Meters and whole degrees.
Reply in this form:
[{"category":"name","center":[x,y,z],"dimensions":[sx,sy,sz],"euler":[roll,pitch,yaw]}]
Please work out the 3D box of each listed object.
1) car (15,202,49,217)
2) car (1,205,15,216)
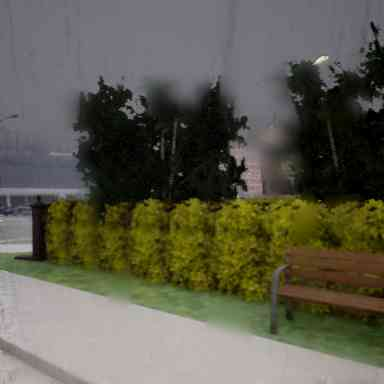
[{"category":"car","center":[-15.529,1.841,35.061],"dimensions":[1.812,1.442,4.674],"euler":[-1,0,35]},{"category":"car","center":[-18.667,1.921,36.679],"dimensions":[1.994,1.385,4.181],"euler":[-1,0,35]}]
